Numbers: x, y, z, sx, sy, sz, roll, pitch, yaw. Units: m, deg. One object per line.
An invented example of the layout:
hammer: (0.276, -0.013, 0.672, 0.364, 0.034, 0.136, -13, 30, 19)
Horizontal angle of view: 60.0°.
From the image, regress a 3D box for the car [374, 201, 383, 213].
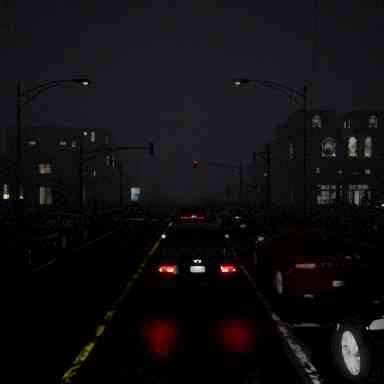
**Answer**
car: (23.514, 1.353, 37.159, 5.566, 2.045, 2.150, 0, 0, 1)

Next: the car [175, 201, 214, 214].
car: (0.092, 1.507, 19.499, 1.837, 1.490, 4.892, 0, 0, 0)

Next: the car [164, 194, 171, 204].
car: (-5.713, 1.559, 63.147, 2.008, 1.369, 4.403, 0, 0, 0)

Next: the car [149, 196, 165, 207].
car: (-5.708, 1.588, 52.103, 1.802, 1.307, 4.206, 0, 0, 0)

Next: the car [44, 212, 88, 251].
car: (-5.692, 1.552, 14.025, 2.008, 1.369, 4.403, 0, 0, 0)

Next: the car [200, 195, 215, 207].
car: (2.672, 1.572, 52.094, 1.947, 1.339, 4.313, 0, 0, 0)

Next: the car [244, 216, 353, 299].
car: (2.691, 1.546, 8.320, 1.887, 1.381, 4.507, 0, 0, 0)

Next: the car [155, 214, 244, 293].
car: (0.097, 1.548, 8.978, 2.033, 1.411, 5.357, 0, 0, 0)

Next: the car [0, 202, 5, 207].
car: (-25.468, 1.447, 40.483, 4.829, 1.417, 1.752, 0, -1, 1)

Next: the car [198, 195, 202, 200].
car: (2.667, 1.590, 63.136, 1.802, 1.307, 4.206, 0, 0, 0)

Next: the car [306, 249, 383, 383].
car: (2.694, 1.551, 2.628, 2.008, 1.369, 4.403, 0, 0, 0)

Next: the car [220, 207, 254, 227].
car: (2.687, 1.553, 19.704, 2.008, 1.369, 4.403, 0, 0, 0)

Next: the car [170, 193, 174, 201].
car: (-5.717, 1.451, 74.191, 1.967, 1.590, 4.097, 0, 0, 0)

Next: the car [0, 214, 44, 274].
car: (-5.688, 1.441, 8.333, 1.967, 1.590, 4.097, 0, 0, 0)

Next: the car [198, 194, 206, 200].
car: (2.656, 1.458, 90.747, 1.967, 1.590, 4.097, 0, 0, 0)

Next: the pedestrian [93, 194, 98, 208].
pedestrian: (-12.570, 1.135, 43.234, 0.375, 1.860, 0.375, 0, -1, 1)
